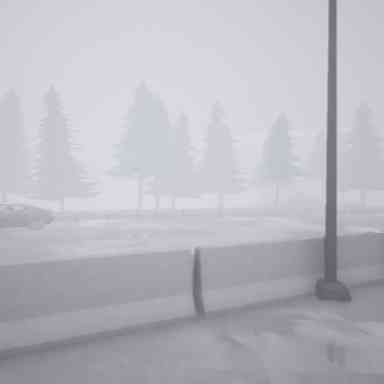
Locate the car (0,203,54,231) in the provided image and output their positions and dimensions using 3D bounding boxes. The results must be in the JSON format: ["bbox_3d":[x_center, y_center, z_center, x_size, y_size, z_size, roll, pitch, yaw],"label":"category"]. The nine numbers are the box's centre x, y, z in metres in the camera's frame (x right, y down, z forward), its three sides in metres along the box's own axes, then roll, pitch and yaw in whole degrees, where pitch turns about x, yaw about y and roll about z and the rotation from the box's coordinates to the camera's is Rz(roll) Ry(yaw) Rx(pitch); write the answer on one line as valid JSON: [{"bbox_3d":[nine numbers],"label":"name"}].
[{"bbox_3d":[-10.068,1.379,17.947,4.902,1.511,2.128,0,0,-34],"label":"car"}]
